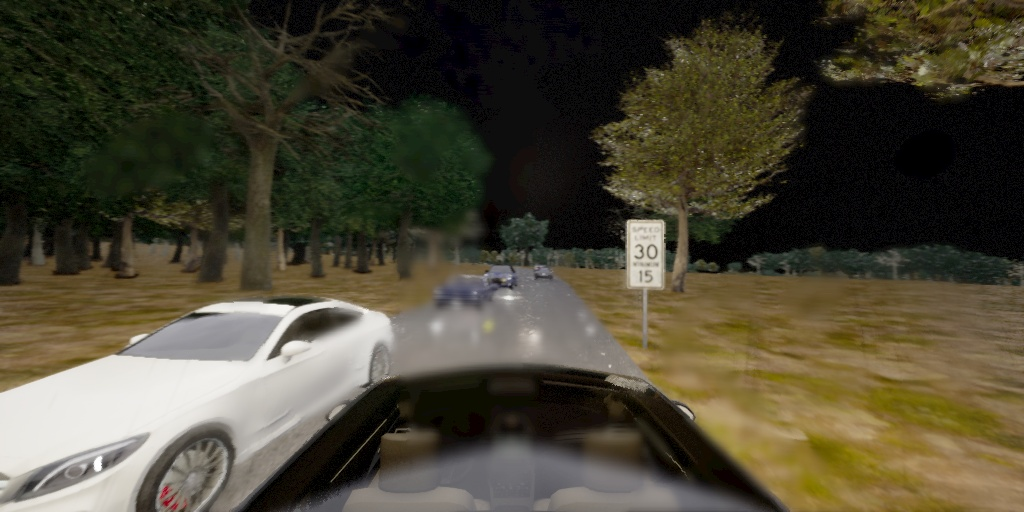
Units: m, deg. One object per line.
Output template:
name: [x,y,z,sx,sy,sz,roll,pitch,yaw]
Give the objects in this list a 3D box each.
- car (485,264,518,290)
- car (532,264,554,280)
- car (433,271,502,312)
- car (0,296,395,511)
car: [-0.776,1.390,25.557,2.097,1.767,4.553,1,-1,6]
car: [3.421,1.819,38.081,1.994,1.385,4.181,1,-1,4]
car: [-1.822,1.494,15.397,1.895,1.301,4.718,1,-1,6]
car: [-3.009,1.253,4.254,1.812,1.442,4.674,1,-1,6]
